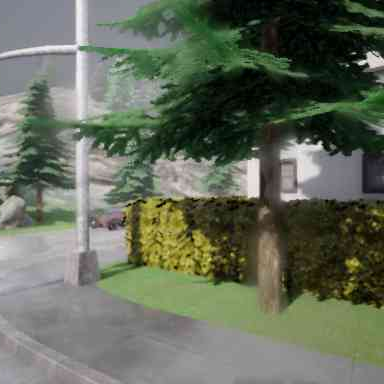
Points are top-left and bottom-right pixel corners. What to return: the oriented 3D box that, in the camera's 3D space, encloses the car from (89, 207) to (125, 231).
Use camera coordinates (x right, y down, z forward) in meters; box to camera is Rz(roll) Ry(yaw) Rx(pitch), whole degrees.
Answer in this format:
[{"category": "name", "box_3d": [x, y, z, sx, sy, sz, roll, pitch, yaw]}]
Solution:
[{"category": "car", "box_3d": [-4.700, 1.647, 21.409, 1.994, 1.385, 4.181, 0, 0, 36]}]
